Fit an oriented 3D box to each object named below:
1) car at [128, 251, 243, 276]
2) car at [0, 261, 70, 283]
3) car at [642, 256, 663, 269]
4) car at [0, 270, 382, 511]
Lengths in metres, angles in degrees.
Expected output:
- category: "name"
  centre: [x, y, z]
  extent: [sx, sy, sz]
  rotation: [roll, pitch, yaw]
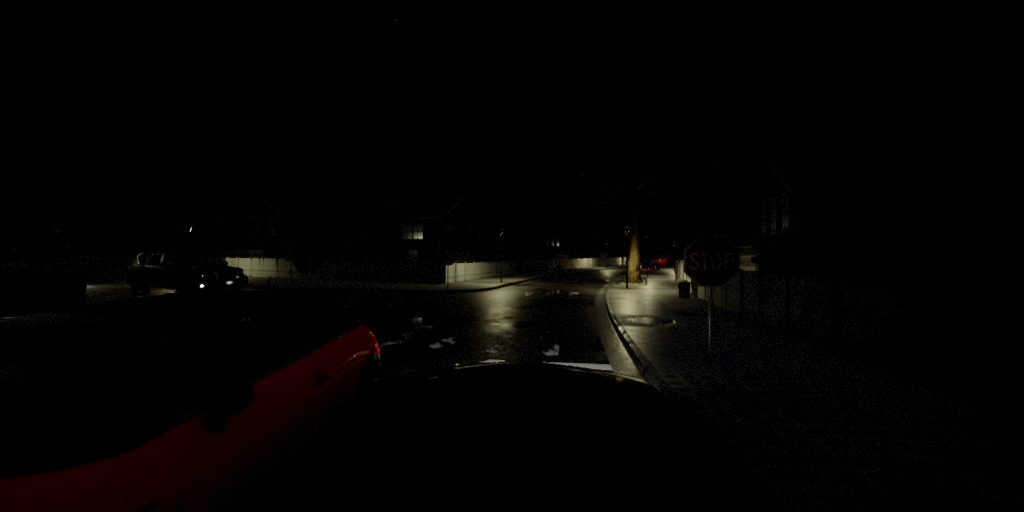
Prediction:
- category: "car"
  centre: [-15.008, 0.793, 16.584]
  extent: [5.566, 2.045, 2.150]
  rotation: [1, 0, 18]
- category: "car"
  centre: [-27.683, 0.991, 20.614]
  extent: [4.181, 1.385, 1.994]
  rotation: [1, 0, 16]
- category: "car"
  centre: [20.640, 1.158, 53.364]
  extent: [1.837, 1.490, 4.892]
  rotation: [0, 0, 32]
- category: "car"
  centre: [-2.572, 1.101, 2.418]
  extent: [2.097, 1.767, 4.553]
  rotation: [0, 0, -1]
